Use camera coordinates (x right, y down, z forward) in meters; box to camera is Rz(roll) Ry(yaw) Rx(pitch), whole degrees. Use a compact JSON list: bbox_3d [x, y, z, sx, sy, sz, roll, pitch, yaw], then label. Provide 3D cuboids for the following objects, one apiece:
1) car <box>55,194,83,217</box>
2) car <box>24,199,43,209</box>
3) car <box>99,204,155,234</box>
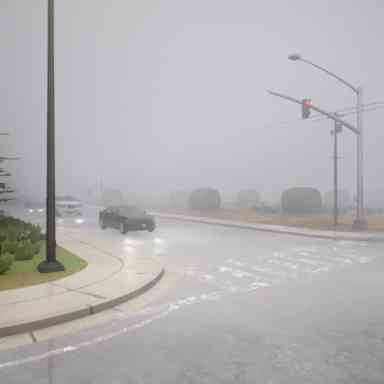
[{"bbox_3d":[-12.159,1.248,31.668,2.150,2.045,5.566,0,0,-34],"label":"car"},{"bbox_3d":[-22.235,1.637,46.524,1.994,1.385,4.181,0,0,-34],"label":"car"},{"bbox_3d":[-3.936,1.504,19.679,1.882,1.535,5.008,0,0,-34],"label":"car"}]
